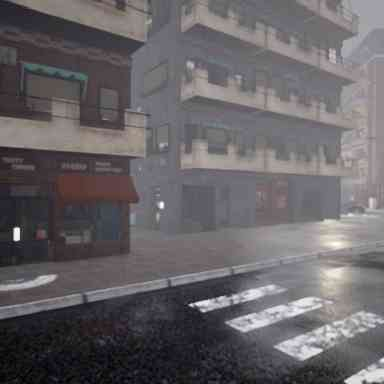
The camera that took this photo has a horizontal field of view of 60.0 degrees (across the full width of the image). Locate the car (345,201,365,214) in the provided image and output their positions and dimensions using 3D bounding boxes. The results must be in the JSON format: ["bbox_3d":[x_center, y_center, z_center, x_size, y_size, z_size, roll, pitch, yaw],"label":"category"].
[{"bbox_3d":[18.167,1.768,38.399,1.895,1.301,4.718,0,0,5],"label":"car"}]
